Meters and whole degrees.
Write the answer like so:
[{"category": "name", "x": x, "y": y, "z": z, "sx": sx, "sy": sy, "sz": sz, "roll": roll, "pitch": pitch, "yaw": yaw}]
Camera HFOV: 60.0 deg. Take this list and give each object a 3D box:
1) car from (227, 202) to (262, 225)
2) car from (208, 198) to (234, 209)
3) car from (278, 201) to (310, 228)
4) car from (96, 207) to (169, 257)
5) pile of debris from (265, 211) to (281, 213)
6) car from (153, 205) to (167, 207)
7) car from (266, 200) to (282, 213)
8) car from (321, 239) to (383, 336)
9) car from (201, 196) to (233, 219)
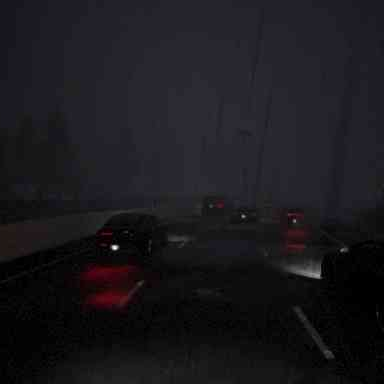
[{"category": "car", "x": 4.240, "y": 1.715, "z": 25.600, "sx": 1.994, "sy": 1.385, "sz": 4.181, "roll": 0, "pitch": 0, "yaw": 16}, {"category": "car", "x": 4.631, "y": 1.787, "z": 52.409, "sx": 2.128, "sy": 1.511, "sz": 4.902, "roll": 0, "pitch": 0, "yaw": 32}, {"category": "car", "x": 7.336, "y": 1.658, "z": 23.851, "sx": 1.837, "sy": 1.490, "sz": 4.892, "roll": 0, "pitch": 0, "yaw": 16}, {"category": "car", "x": -2.179, "y": 1.568, "z": 13.266, "sx": 1.837, "sy": 1.490, "sz": 4.892, "roll": 0, "pitch": 0, "yaw": 8}, {"category": "pile of debris", "x": 9.786, "y": 2.424, "z": 40.180, "sx": 1.500, "sy": 0.140, "sz": 1.860, "roll": 0, "pitch": 0, "yaw": 27}, {"category": "car", "x": -5.202, "y": 1.463, "z": 49.210, "sx": 2.150, "sy": 2.045, "sz": 5.566, "roll": 0, "pitch": 0, "yaw": 28}, {"category": "car", "x": 10.391, "y": 1.743, "z": 40.804, "sx": 2.128, "sy": 1.511, "sz": 4.902, "roll": 0, "pitch": 0, "yaw": 27}, {"category": "car", "x": 4.057, "y": 1.614, "z": 6.563, "sx": 1.994, "sy": 1.385, "sz": 4.181, "roll": 0, "pitch": 0, "yaw": 5}, {"category": "car", "x": 2.595, "y": 1.400, "z": 31.872, "sx": 2.150, "sy": 2.045, "sz": 5.566, "roll": 0, "pitch": 0, "yaw": 20}]
